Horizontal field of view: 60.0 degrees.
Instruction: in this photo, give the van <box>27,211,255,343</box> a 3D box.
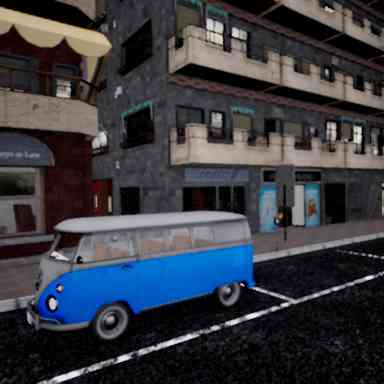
[{"bbox_3d":[-0.675,1.294,6.083,3.998,1.788,1.690,-1,0,-35],"label":"van"}]
